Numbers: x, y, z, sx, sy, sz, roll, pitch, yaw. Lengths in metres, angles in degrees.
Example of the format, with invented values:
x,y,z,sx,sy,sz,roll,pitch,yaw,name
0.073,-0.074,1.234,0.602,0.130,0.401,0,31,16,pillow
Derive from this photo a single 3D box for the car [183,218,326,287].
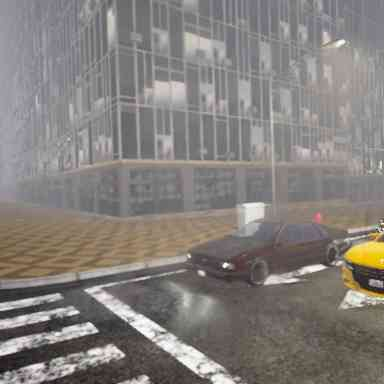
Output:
x,y,z,sx,sy,sz,roll,pitch,yaw,name
2.390,1.470,9.377,5.357,1.411,2.033,-1,1,-35,car

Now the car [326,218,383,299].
x,y,z,sx,sy,sz,roll,pitch,yaw,name
5.410,1.352,7.532,5.008,1.535,1.882,-1,0,-35,car
